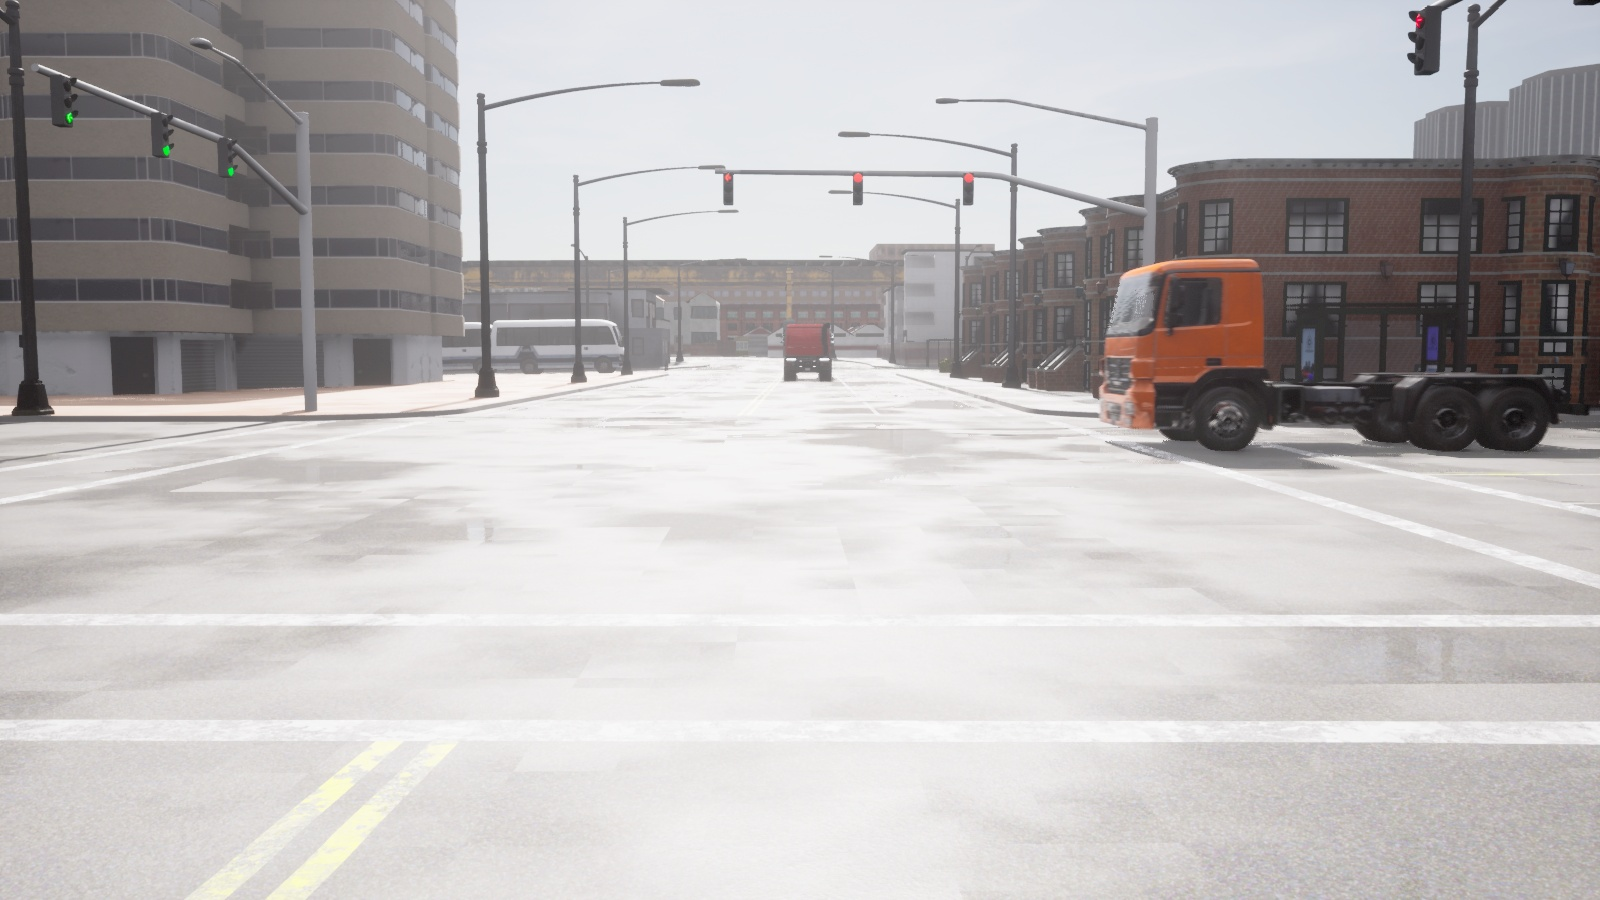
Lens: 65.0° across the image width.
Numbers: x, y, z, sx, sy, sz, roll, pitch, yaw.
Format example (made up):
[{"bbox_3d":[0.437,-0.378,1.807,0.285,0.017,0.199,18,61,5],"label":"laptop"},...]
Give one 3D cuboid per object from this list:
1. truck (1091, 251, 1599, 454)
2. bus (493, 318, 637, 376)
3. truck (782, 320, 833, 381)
[{"bbox_3d":[9.666,-1.776,22.990,7.936,3.462,2.891,0,5,1],"label":"truck"},{"bbox_3d":[-17.937,-7.936,96.678,10.273,4.253,3.944,-1,5,-1],"label":"bus"},{"bbox_3d":[0.468,-5.949,75.396,2.891,3.462,7.936,0,5,0],"label":"truck"}]
